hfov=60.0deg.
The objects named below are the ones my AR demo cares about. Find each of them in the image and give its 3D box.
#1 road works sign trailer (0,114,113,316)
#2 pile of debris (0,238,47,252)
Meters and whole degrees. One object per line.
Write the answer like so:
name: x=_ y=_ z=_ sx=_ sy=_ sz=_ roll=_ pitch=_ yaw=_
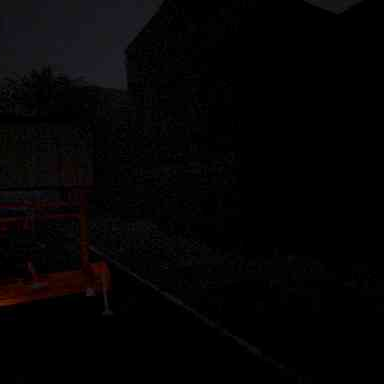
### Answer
road works sign trailer: x=-3.086 y=0.367 z=6.421 sx=2.380 sy=3.560 sz=2.880 roll=-3 pitch=2 yaw=-30
pile of debris: x=-6.563 y=2.003 z=12.498 sx=1.860 sy=0.140 sz=1.500 roll=-3 pitch=2 yaw=-30
